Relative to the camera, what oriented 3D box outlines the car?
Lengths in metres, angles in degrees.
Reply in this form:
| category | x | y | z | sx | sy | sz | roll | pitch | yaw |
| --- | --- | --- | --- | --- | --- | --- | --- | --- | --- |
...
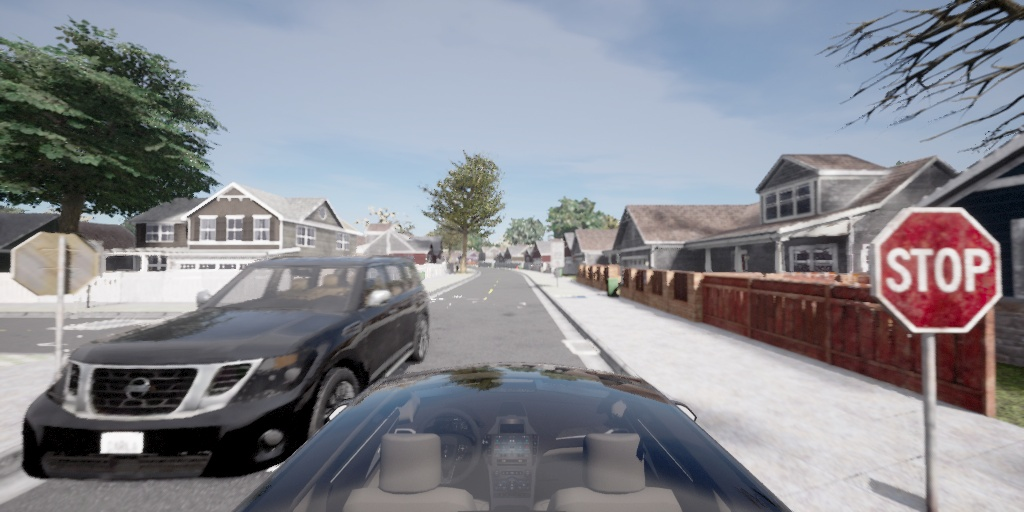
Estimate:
| category | x | y | z | sx | sy | sz | roll | pitch | yaw |
| --- | --- | --- | --- | --- | --- | --- | --- | --- | --- |
| car | -2.755 | 0.999 | 5.299 | 2.150 | 2.045 | 5.566 | 0 | -1 | 0 |
